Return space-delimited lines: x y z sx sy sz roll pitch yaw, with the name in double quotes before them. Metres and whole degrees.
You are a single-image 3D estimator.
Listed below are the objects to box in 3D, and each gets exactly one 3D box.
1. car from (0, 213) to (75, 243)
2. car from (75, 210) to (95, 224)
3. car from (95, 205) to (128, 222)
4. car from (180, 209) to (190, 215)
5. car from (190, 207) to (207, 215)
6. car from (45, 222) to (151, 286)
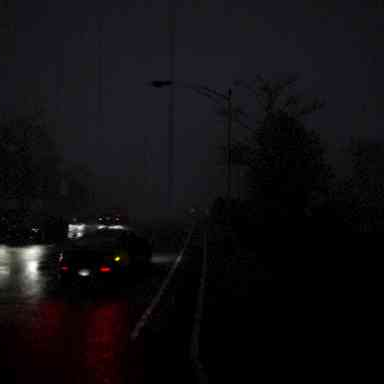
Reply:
"car" -9.188 2.105 20.253 1.882 1.535 5.008 1 -2 2
"car" -12.225 2.750 37.338 2.128 1.511 4.902 1 -2 2
"car" -8.711 2.546 37.662 2.150 2.045 5.566 1 -3 2
"car" -1.676 5.070 86.067 2.128 1.511 4.902 0 -3 12
"car" 1.739 4.783 85.255 2.150 2.045 5.566 0 -3 12
"car" -2.519 1.886 10.467 1.812 1.442 4.674 1 -2 3
